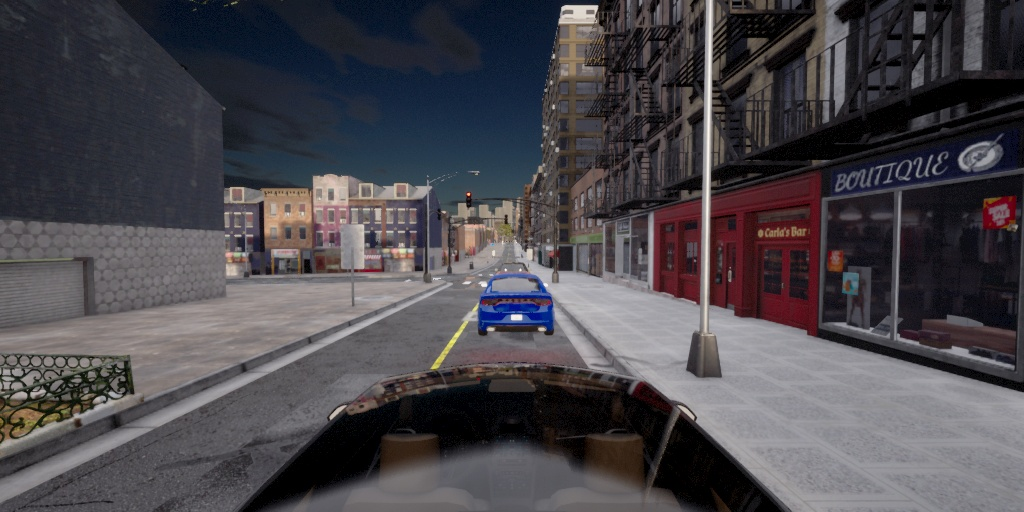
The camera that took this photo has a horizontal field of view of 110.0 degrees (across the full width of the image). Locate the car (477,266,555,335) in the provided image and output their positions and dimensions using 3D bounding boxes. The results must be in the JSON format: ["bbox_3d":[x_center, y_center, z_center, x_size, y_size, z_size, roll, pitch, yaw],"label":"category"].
[{"bbox_3d":[0.087,1.229,10.502,1.882,1.535,5.008,0,0,0],"label":"car"}]

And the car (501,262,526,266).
[{"bbox_3d":[0.054,1.109,20.495,2.097,1.767,4.553,0,0,0],"label":"car"}]
